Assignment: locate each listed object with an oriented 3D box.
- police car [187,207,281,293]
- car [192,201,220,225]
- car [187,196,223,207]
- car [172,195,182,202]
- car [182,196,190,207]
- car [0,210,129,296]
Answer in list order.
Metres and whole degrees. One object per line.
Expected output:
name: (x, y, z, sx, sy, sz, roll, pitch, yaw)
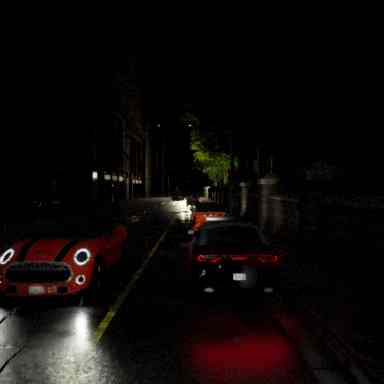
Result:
police car: (0.918, 1.420, 8.962, 1.930, 1.638, 5.238, 0, 0, 0)
car: (0.952, 1.467, 24.852, 1.837, 1.490, 4.892, 0, 0, 0)
car: (0.939, 1.328, 18.821, 2.097, 1.767, 4.553, 0, 0, 0)
car: (-2.860, 1.268, 65.367, 1.994, 1.385, 4.181, 0, 1, 0)
car: (0.126, 1.352, 47.818, 2.128, 1.511, 4.902, 0, 0, 1)
car: (-3.082, 1.346, 8.836, 2.097, 1.767, 4.553, 0, 0, 0)
